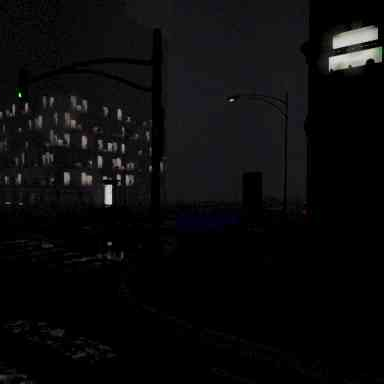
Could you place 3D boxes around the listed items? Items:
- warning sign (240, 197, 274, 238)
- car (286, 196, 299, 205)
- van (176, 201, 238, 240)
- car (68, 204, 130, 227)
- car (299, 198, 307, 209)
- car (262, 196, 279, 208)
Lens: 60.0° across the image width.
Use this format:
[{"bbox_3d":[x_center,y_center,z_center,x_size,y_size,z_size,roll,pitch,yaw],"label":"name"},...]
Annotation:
[{"bbox_3d":[3.157,1.177,16.097,1.300,1.860,1.060,1,1,35],"label":"warning sign"},{"bbox_3d":[16.399,1.364,53.269,1.752,1.417,4.829,1,1,35],"label":"car"},{"bbox_3d":[0.875,1.368,16.991,1.690,1.788,3.998,1,1,35],"label":"van"},{"bbox_3d":[-5.955,1.467,21.852,1.947,1.339,4.313,1,1,35],"label":"car"},{"bbox_3d":[15.639,1.442,42.313,1.837,1.490,4.892,1,1,36],"label":"car"},{"bbox_3d":[10.083,1.293,44.390,1.967,1.590,4.097,1,1,35],"label":"car"}]
